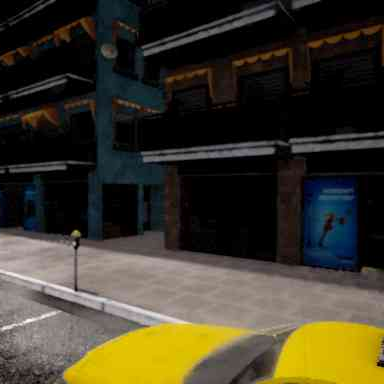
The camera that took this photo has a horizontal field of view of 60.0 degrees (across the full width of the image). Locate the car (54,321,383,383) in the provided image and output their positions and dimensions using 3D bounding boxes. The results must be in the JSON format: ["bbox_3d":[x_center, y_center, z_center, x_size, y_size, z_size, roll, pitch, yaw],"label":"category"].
[{"bbox_3d":[0.995,1.520,2.167,4.829,1.417,1.752,0,0,35],"label":"car"}]
